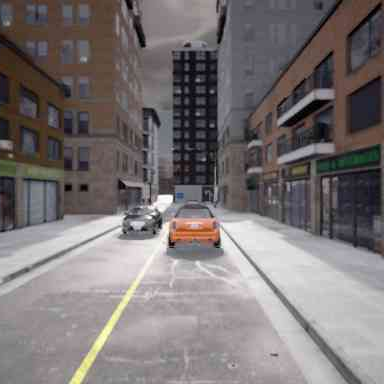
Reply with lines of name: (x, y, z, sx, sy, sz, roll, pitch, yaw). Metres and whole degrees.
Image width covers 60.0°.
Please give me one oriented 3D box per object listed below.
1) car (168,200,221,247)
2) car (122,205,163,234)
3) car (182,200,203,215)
car: (0.094, 1.355, 15.067, 2.097, 1.767, 4.553, 0, 0, 0)
car: (-2.757, 1.532, 19.282, 2.128, 1.511, 4.902, 0, 0, 0)
car: (0.087, 1.558, 34.955, 2.033, 1.411, 5.357, 0, 0, 0)
